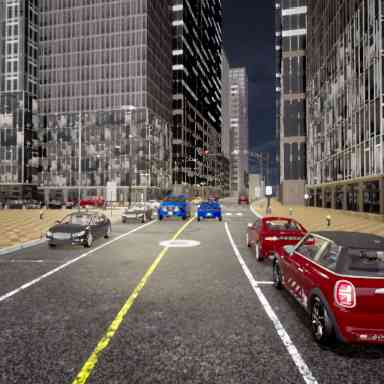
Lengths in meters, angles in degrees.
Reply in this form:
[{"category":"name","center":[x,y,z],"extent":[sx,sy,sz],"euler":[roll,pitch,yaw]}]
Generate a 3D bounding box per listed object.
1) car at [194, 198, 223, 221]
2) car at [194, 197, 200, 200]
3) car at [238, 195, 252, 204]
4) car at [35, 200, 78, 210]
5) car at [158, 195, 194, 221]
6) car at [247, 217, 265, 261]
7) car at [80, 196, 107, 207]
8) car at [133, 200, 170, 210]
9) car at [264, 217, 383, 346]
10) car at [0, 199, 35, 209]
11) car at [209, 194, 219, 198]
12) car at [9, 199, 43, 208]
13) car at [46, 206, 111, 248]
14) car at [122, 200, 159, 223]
[{"category":"car","center":[1.486,1.495,27.121],"extent":[1.882,1.535,5.008],"euler":[0,0,5]},{"category":"car","center":[1.177,1.642,62.514],"extent":[1.752,1.417,4.829],"euler":[1,0,12]},{"category":"car","center":[10.095,1.412,65.066],"extent":[2.192,1.841,5.009],"euler":[1,0,13]},{"category":"car","center":[-16.948,1.638,41.919],"extent":[4.313,1.339,1.947],"euler":[0,-1,13]},{"category":"car","center":[-1.366,1.245,27.586],"extent":[2.150,2.045,5.566],"euler":[0,0,5]},{"category":"car","center":[3.010,1.547,11.953],"extent":[1.887,1.381,4.507],"euler":[1,0,3]},{"category":"car","center":[-15.134,1.536,49.590],"extent":[5.009,1.841,2.192],"euler":[0,-1,13]},{"category":"car","center":[-5.345,1.702,44.004],"extent":[4.718,1.301,1.895],"euler":[-1,-1,30]},{"category":"car","center":[2.816,1.441,6.313],"extent":[1.967,1.590,4.097],"euler":[1,0,2]},{"category":"car","center":[-22.388,1.655,43.210],"extent":[4.403,1.369,2.008],"euler":[0,-1,13]},{"category":"car","center":[5.176,1.493,78.752],"extent":[2.192,1.841,5.009],"euler":[1,0,14]},{"category":"car","center":[-26.020,1.835,52.171],"extent":[4.403,1.369,2.008],"euler":[0,-1,13]},{"category":"car","center":[-4.877,1.562,14.863],"extent":[2.008,1.369,4.403],"euler":[1,0,3]},{"category":"car","center":[-4.122,1.574,25.653],"extent":[2.008,1.369,4.403],"euler":[1,0,5]}]
